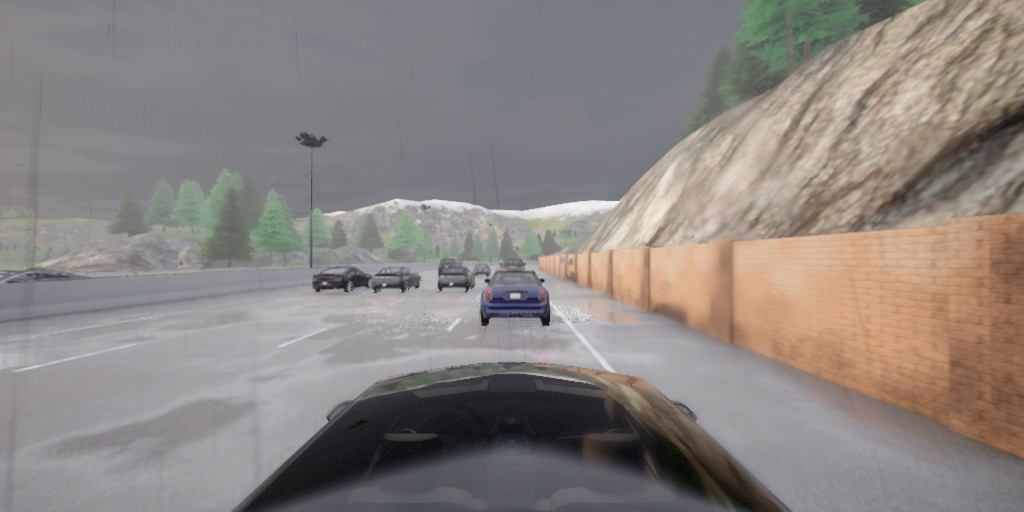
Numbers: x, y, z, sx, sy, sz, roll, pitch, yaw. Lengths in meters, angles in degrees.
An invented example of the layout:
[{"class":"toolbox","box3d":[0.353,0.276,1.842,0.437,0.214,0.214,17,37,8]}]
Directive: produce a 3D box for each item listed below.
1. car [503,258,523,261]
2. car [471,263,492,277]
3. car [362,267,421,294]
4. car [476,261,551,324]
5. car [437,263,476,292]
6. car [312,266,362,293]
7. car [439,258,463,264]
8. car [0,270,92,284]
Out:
[{"class":"car","box3d":[0.068,1.202,31.736,2.150,2.045,5.566,0,0,0]},{"class":"car","box3d":[-3.428,1.601,41.197,2.033,1.411,5.357,0,0,0]},{"class":"car","box3d":[-6.914,1.396,21.845,2.128,1.511,4.902,0,0,0]},{"class":"car","box3d":[0.093,1.184,12.400,2.097,1.767,4.553,0,0,0]},{"class":"car","box3d":[-3.414,1.402,22.619,2.128,1.511,4.902,0,0,0]},{"class":"car","box3d":[-10.414,1.387,22.411,1.882,1.535,5.008,0,0,0]},{"class":"car","box3d":[-6.926,1.272,40.792,2.150,2.045,5.566,0,0,0]},{"class":"car","box3d":[-21.020,1.347,15.183,2.128,1.511,4.902,0,-1,0]}]
